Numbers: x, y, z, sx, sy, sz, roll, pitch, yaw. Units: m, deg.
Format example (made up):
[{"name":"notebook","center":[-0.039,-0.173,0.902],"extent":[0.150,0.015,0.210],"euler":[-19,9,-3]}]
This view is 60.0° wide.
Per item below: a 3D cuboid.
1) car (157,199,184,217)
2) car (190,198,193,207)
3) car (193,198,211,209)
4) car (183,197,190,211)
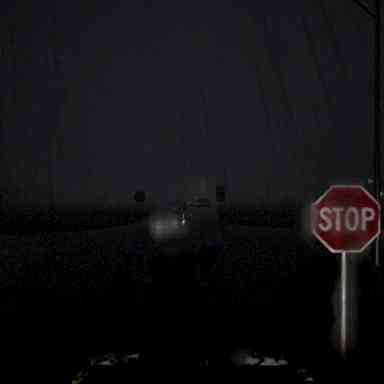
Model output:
[{"name":"car","center":[-2.131,1.589,31.694],"extent":[1.812,1.442,4.674],"euler":[0,0,3]},{"name":"car","center":[-0.877,1.625,54.242],"extent":[1.812,1.442,4.674],"euler":[0,0,4]},{"name":"car","center":[1.667,1.639,48.248],"extent":[2.033,1.411,5.357],"euler":[0,0,4]},{"name":"car","center":[-1.625,1.682,42.236],"extent":[1.895,1.301,4.718],"euler":[0,0,3]}]
